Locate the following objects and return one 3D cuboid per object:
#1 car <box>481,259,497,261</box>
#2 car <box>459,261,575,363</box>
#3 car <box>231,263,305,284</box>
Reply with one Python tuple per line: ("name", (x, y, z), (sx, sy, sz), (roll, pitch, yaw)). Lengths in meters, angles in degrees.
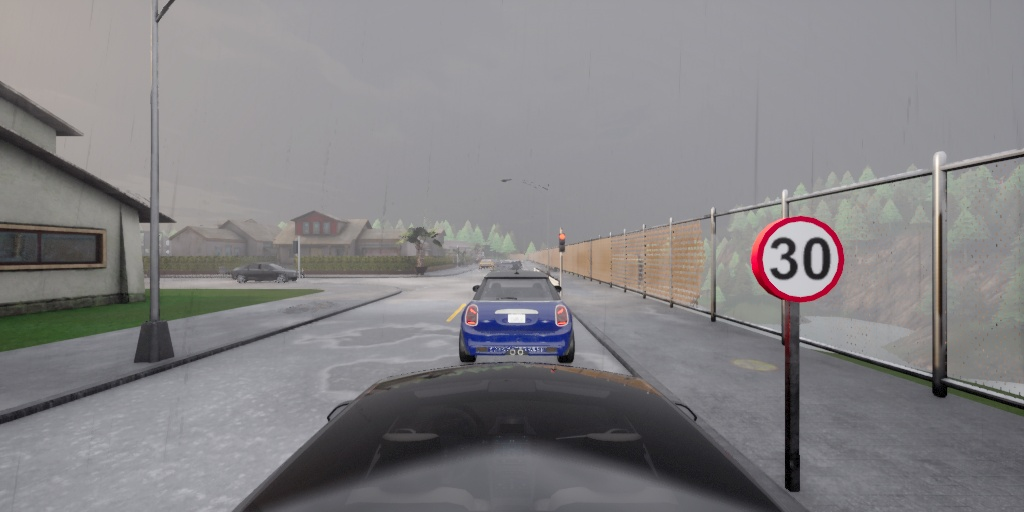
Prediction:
("car", (-3.661, 1.227, 51.200), (1.882, 1.535, 5.008), (0, 0, 1))
("car", (0.115, 1.102, 8.332), (2.097, 1.767, 4.553), (0, 0, 1))
("car", (-18.008, 1.255, 26.620), (4.892, 1.490, 1.837), (0, 0, 1))
